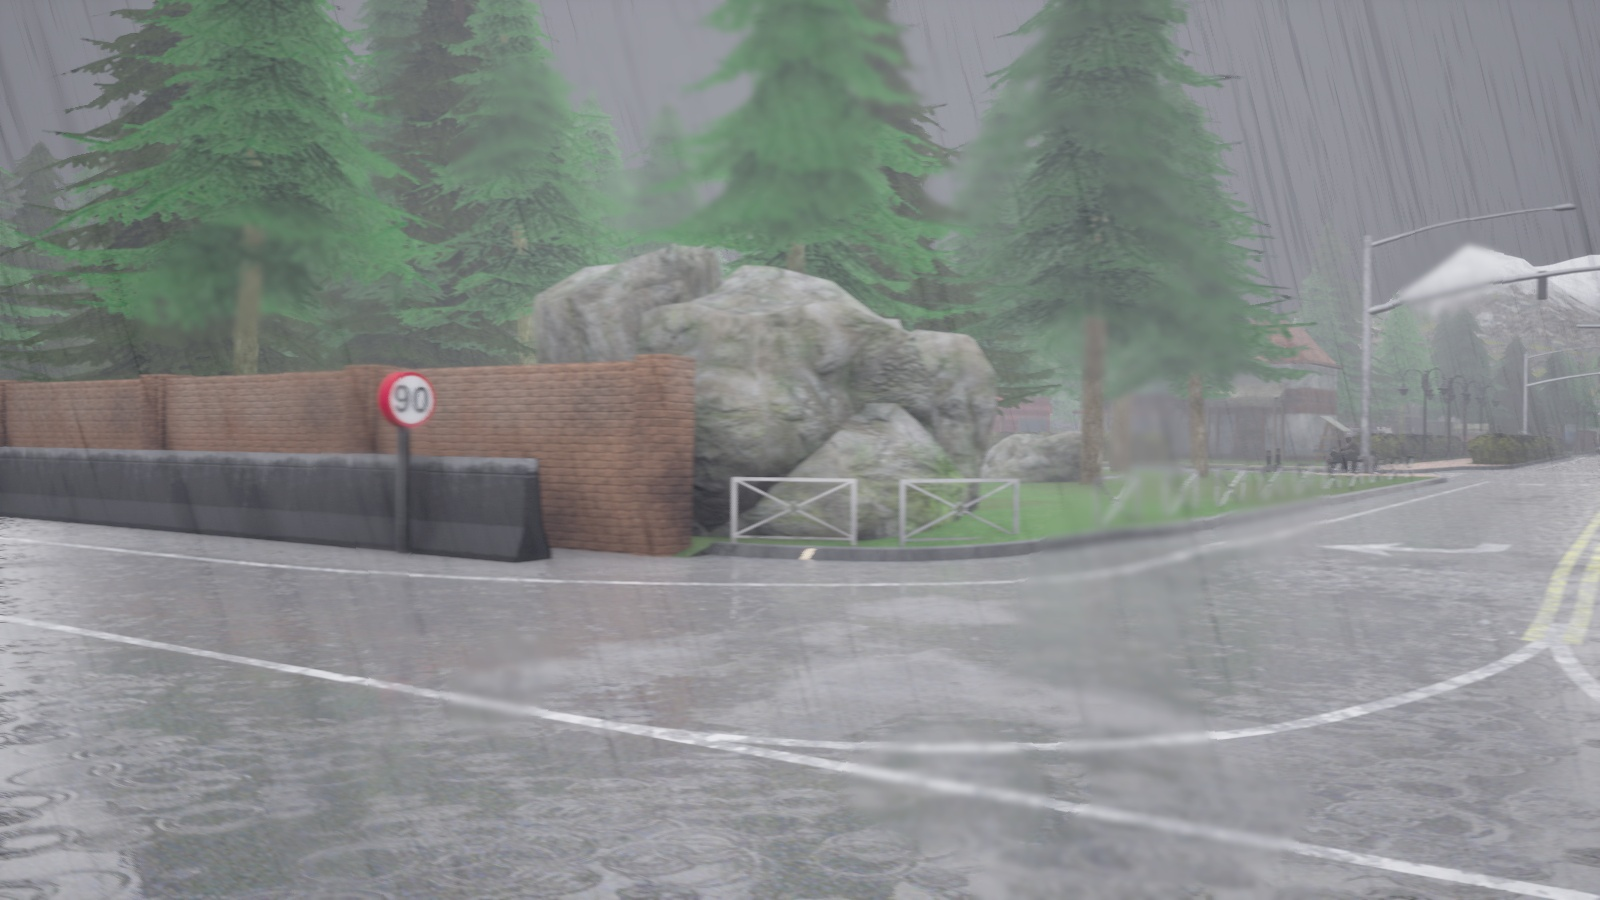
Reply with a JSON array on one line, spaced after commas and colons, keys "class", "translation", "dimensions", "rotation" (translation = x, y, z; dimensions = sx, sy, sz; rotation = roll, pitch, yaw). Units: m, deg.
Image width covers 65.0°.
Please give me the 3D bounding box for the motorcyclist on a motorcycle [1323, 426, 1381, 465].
[{"class": "motorcyclist on a motorcycle", "translation": [22.000, -0.169, 50.057], "dimensions": [2.044, 1.523, 0.797], "rotation": [0, 0, 32]}]
